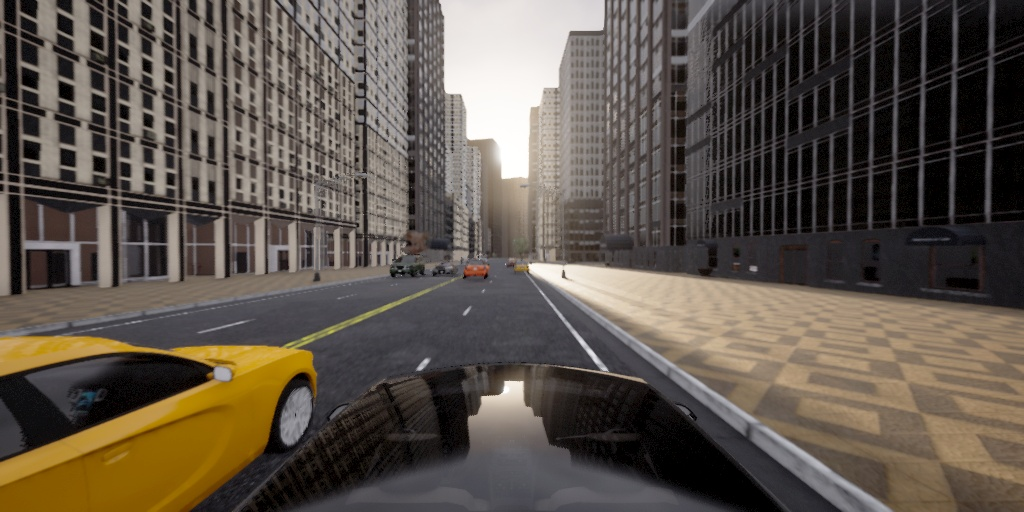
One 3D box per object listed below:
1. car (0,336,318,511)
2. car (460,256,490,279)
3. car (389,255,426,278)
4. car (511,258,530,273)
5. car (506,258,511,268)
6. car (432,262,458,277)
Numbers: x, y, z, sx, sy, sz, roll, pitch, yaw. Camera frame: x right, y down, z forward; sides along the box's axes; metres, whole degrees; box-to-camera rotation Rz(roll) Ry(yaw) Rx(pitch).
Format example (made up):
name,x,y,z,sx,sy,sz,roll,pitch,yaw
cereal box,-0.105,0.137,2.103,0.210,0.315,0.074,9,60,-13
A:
name,x,y,z,sx,sy,sz,roll,pitch,yaw
car,-3.150,1.227,2.096,1.882,1.535,5.008,0,0,0
car,-3.153,1.099,32.932,2.097,1.767,4.553,0,0,0
car,-9.838,0.966,34.263,2.150,2.045,5.566,0,0,0
car,1.135,1.203,42.209,1.801,1.575,5.366,0,0,0
car,-0.003,1.349,61.307,1.895,1.301,4.718,0,0,0
car,-6.586,1.311,35.595,1.994,1.385,4.181,0,0,0
